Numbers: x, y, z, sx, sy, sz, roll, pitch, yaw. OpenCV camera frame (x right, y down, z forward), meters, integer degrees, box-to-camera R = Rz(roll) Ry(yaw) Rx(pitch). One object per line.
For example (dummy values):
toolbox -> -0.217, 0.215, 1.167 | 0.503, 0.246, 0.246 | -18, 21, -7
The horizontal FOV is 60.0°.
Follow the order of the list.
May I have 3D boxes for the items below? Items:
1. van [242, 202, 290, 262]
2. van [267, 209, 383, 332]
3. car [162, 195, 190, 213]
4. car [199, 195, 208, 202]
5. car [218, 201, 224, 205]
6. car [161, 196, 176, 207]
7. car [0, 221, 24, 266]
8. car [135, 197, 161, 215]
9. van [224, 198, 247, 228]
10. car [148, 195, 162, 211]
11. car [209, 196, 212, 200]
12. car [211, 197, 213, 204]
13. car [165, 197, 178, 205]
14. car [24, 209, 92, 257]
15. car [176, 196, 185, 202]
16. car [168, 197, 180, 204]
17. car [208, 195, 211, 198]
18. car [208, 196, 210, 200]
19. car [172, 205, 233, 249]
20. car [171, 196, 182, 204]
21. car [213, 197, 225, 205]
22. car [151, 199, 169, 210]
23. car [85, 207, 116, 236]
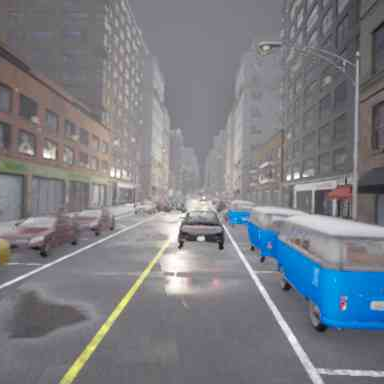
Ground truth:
van -> 3.030, 1.465, 12.217 | 1.690, 1.788, 3.998 | 2, 0, 2
van -> 2.835, 1.440, 6.729 | 1.690, 1.788, 3.998 | 2, 0, 2
car -> -1.743, 1.371, 37.829 | 2.150, 2.045, 5.566 | 1, 0, 2
car -> 2.813, 1.829, 81.667 | 1.994, 1.385, 4.181 | 1, 0, 2
car -> 3.606, 1.751, 28.681 | 2.008, 1.369, 4.403 | 2, 0, 2
car -> -3.937, 1.558, 56.413 | 1.967, 1.590, 4.097 | 2, 0, 2
car -> -5.703, 1.402, 6.837 | 1.752, 1.417, 4.829 | 2, 0, 2
car -> -4.726, 1.529, 34.285 | 1.752, 1.417, 4.829 | 2, 0, 2
van -> 3.419, 1.515, 23.193 | 1.690, 1.788, 3.998 | 2, 0, 2
car -> -4.518, 1.346, 39.945 | 2.192, 1.841, 5.009 | 2, 0, 2
car -> 4.968, 1.947, 67.096 | 1.887, 1.381, 4.507 | 2, 0, 2
car -> 4.385, 1.861, 50.632 | 2.008, 1.369, 4.403 | 2, 0, 2
car -> -3.751, 1.673, 61.732 | 1.752, 1.417, 4.829 | 2, 0, 2
car -> -5.504, 1.483, 12.497 | 1.802, 1.307, 4.206 | 2, 0, 2
car -> -2.963, 1.721, 83.860 | 1.967, 1.590, 4.097 | 2, 0, 2
car -> -3.551, 1.732, 67.391 | 2.008, 1.369, 4.403 | 2, 0, 2
car -> 5.357, 2.020, 78.072 | 2.008, 1.369, 4.403 | 2, 0, 2
car -> 5.162, 1.980, 72.584 | 1.887, 1.381, 4.507 | 2, 0, 2
car -> 0.436, 1.557, 14.920 | 2.128, 1.511, 4.902 | 1, 0, 2
car -> -3.352, 1.654, 72.881 | 1.967, 1.590, 4.097 | 2, 0, 2
car -> 4.004, 1.568, 39.658 | 2.192, 1.841, 5.009 | 2, 0, 2
car -> -4.333, 1.641, 45.434 | 1.802, 1.307, 4.206 | 2, 0, 2
car -> -5.309, 1.509, 17.986 | 1.802, 1.307, 4.206 | 2, 0, 2
